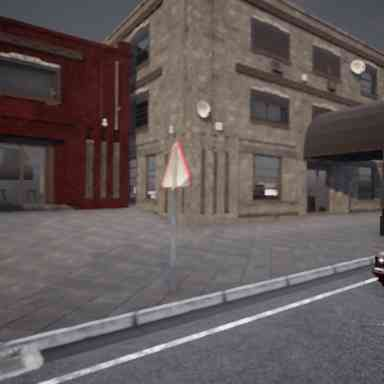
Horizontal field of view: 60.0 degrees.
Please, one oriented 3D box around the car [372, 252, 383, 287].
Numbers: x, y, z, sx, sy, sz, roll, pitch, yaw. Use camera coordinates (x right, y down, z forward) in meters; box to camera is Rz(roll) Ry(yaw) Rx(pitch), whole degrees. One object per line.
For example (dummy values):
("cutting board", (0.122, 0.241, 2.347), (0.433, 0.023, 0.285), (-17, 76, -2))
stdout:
("car", (6.246, 1.556, 7.844), (4.718, 1.301, 1.895), (0, 0, -36))
